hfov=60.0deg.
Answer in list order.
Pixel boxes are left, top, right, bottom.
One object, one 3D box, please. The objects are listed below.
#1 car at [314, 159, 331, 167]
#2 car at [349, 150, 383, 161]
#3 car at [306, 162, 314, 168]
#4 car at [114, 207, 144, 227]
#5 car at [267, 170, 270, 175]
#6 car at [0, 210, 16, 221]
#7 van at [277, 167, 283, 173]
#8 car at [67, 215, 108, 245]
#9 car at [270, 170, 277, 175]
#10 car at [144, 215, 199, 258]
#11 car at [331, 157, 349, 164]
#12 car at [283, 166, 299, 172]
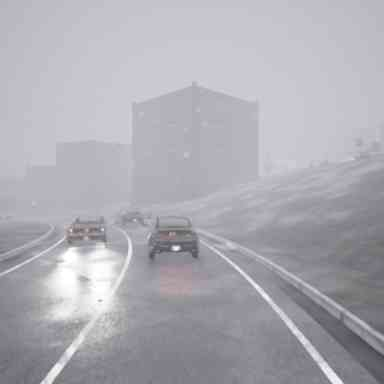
[{"bbox_3d":[21.244,-4.351,51.256,2.185,1.767,4.553,0,0,-1],"label":"car"},{"bbox_3d":[21.488,-4.247,40.090,2.185,1.767,4.553,0,1,-1],"label":"car"},{"bbox_3d":[21.123,-4.399,56.775,2.185,1.767,4.553,0,0,-1],"label":"car"},{"bbox_3d":[-5.635,2.133,29.336,1.837,1.490,4.892,0,-2,-24],"label":"car"},{"bbox_3d":[20.520,-4.694,84.313,2.435,2.045,5.566,0,0,-1],"label":"car"},{"bbox_3d":[-29.730,3.664,52.307,4.553,1.767,2.097,-5,-2,35],"label":"car"},{"bbox_3d":[20.764,-4.616,73.185,1.878,1.987,4.442,0,0,-1],"label":"van"},{"bbox_3d":[-5.451,1.929,17.745,1.895,1.301,4.718,0,-1,-14],"label":"car"},{"bbox_3d":[20.641,-4.380,78.828,2.002,1.452,4.674,0,0,-1],"label":"car"},{"bbox_3d":[-0.913,1.709,13.679,1.837,1.490,4.892,0,-1,-9],"label":"car"},{"bbox_3d":[21.368,-4.133,45.583,2.002,1.452,4.674,0,1,-1],"label":"car"},{"bbox_3d":[20.881,-4.355,67.790,2.231,1.521,4.892,0,0,-1],"label":"car"}]
